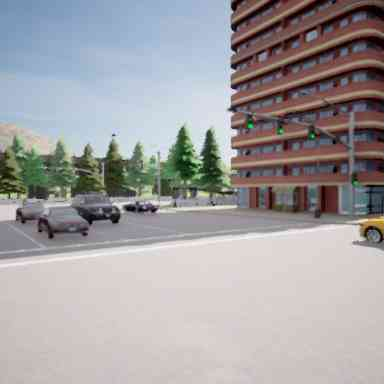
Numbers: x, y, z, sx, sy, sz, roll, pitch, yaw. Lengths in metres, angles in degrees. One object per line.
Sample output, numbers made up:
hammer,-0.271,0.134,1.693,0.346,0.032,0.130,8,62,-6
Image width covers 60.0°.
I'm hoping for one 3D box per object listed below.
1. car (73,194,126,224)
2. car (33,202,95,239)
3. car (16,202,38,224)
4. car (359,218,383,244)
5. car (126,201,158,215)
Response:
car,-7.061,1.187,23.993,2.150,2.045,5.566,0,0,-35
car,-6.900,1.507,17.604,1.812,1.442,4.674,0,0,-34
car,-11.942,1.507,24.872,1.812,1.442,4.674,0,0,-35
car,9.260,1.413,13.128,1.882,1.535,5.008,0,0,-35
car,-5.338,1.537,33.831,1.895,1.301,4.718,0,0,-35
